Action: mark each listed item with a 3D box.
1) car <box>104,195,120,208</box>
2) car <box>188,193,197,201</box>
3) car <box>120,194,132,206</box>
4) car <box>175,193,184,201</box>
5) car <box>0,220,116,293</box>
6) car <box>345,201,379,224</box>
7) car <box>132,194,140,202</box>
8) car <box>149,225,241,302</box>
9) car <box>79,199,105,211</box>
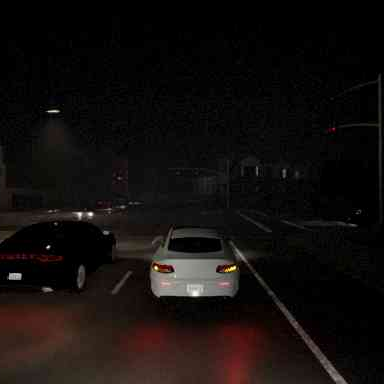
[{"bbox_3d":[-14.056,1.784,55.462,2.097,1.767,4.553,0,0,0],"label":"car"},{"bbox_3d":[0.045,1.413,89.285,2.150,2.045,5.566,0,-1,0],"label":"car"},{"bbox_3d":[-13.986,1.589,65.981,2.150,2.045,5.566,0,1,0],"label":"car"},{"bbox_3d":[-3.455,1.417,88.985,2.150,2.045,5.566,0,0,0],"label":"car"},{"bbox_3d":[-3.425,1.498,8.945,1.882,1.535,5.008,0,0,0],"label":"car"},{"bbox_3d":[14.262,1.490,25.471,4.553,1.767,2.097,0,-1,0],"label":"car"},{"bbox_3d":[-13.959,1.411,80.892,2.150,2.045,5.566,0,0,0],"label":"car"},{"bbox_3d":[0.071,1.540,8.158,1.812,1.442,4.674,0,0,0],"label":"car"},{"bbox_3d":[-14.080,1.977,46.195,1.895,1.301,4.718,0,-1,0],"label":"car"}]
